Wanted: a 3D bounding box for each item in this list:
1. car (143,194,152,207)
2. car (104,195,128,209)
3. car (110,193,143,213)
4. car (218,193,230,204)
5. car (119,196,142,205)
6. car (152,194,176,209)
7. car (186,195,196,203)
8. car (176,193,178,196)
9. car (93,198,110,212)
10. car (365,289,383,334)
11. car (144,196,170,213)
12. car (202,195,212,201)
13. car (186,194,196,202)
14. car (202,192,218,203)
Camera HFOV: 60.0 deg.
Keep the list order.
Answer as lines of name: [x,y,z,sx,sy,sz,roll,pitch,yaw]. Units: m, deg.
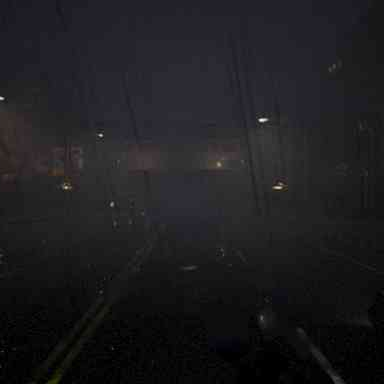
car: [-7.256,1.429,47.127,1.837,1.490,4.892,0,0,0]
car: [-10.243,1.285,45.059,2.185,1.767,4.553,0,0,-1]
car: [-7.232,1.164,37.129,2.150,2.045,5.566,0,0,-1]
car: [6.422,1.476,67.140,1.895,1.301,4.718,0,0,-1]
car: [-10.257,1.394,55.835,2.231,1.521,4.892,0,0,9]
car: [-3.756,1.278,44.990,2.097,1.767,4.553,0,0,0]
car: [-0.244,1.491,64.652,1.895,1.301,4.718,0,0,1]
car: [-3.794,1.263,54.367,2.097,1.767,4.553,0,0,0]
car: [-10.074,1.421,38.635,2.097,1.535,5.008,0,0,-1]
car: [3.550,1.541,2.584,2.033,1.411,5.357,0,0,0]
car: [-3.723,1.467,36.204,1.812,1.442,4.674,0,0,0]
car: [3.291,1.356,74.630,1.994,1.385,4.181,0,0,0]
car: [-0.209,1.332,74.621,2.128,1.511,4.902,0,0,0]
car: [3.253,1.110,64.249,2.150,2.045,5.566,0,0,1]
